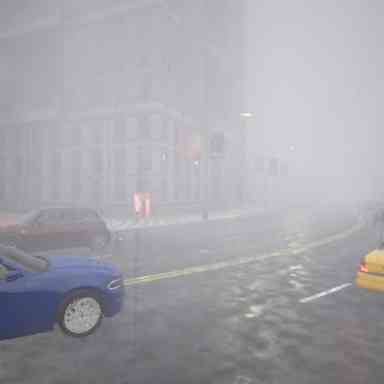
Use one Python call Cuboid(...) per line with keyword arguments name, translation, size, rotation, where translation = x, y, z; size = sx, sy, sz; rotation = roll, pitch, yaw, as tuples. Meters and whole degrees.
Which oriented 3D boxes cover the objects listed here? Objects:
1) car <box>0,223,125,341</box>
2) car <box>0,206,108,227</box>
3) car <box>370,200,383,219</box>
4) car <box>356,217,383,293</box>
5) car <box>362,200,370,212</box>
Cuboid(name="car", translation=(-3.538, 1.477, 5.087), size=(5.008, 1.535, 1.882), rotation=(0, 0, -30))
Cuboid(name="car", translation=(-5.413, 1.350, 12.408), size=(4.553, 1.767, 2.097), rotation=(0, 0, -36))
Cuboid(name="car", translation=(13.706, 1.519, 23.346), size=(1.812, 1.442, 4.674), rotation=(0, 0, 28))
Cuboid(name="car", translation=(5.708, 1.454, 7.751), size=(5.366, 1.575, 1.801), rotation=(0, 0, -42))
Cuboid(name="car", translation=(20.408, 1.552, 37.515), size=(1.994, 1.385, 4.181), rotation=(0, 0, 24))
